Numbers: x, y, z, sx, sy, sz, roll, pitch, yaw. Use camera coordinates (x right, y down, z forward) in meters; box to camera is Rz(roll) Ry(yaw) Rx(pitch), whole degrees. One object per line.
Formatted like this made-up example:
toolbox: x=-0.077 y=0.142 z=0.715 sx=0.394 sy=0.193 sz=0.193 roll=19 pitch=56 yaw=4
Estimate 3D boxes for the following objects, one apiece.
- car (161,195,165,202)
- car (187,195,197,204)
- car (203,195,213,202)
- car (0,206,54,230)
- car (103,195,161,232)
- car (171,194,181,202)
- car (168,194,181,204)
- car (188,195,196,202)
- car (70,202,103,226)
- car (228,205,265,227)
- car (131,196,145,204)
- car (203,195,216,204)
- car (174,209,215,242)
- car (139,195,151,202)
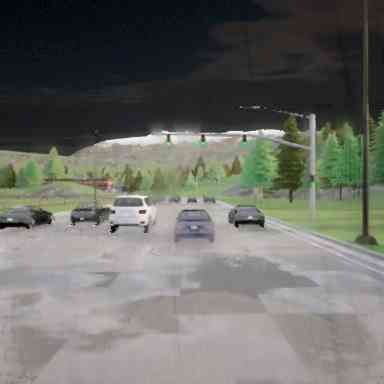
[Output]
car: x=-7.002 y=1.492 z=63.907 sx=2.033 sy=1.411 sz=5.357 roll=0 pitch=0 yaw=0
car: x=-0.002 y=1.469 z=64.080 sx=1.812 sy=1.442 sz=4.674 roll=0 pitch=0 yaw=0
car: x=3.498 y=1.430 z=74.298 sx=1.994 sy=1.385 sz=4.181 roll=0 pitch=0 yaw=0
car: x=-10.400 y=1.546 z=21.088 sx=1.994 sy=1.385 sz=4.181 roll=0 pitch=0 yaw=0
car: x=-3.401 y=1.204 z=20.041 sx=2.150 sy=2.045 sz=5.566 roll=0 pitch=0 yaw=0
car: x=-3.502 y=1.236 z=74.268 sx=2.097 sy=1.767 sz=4.553 roll=0 pitch=0 yaw=0
car: x=-3.502 y=1.545 z=64.138 sx=1.895 sy=1.301 sz=4.718 roll=0 pitch=0 yaw=0
car: x=-0.002 y=1.356 z=74.298 sx=1.882 sy=1.535 sz=5.008 roll=0 pitch=0 yaw=0
car: x=-6.900 y=1.471 z=23.285 sx=2.128 sy=1.511 sz=4.902 roll=0 pitch=0 yaw=0
car: x=3.601 y=1.544 z=22.556 sx=1.994 sy=1.385 sz=4.181 roll=0 pitch=0 yaw=0
car: x=-10.502 y=1.507 z=64.538 sx=1.994 sy=1.385 sz=4.181 roll=0 pitch=0 yaw=0
car: x=3.498 y=1.421 z=64.027 sx=1.882 sy=1.535 sz=5.008 roll=0 pitch=0 yaw=0
car: x=0.100 y=1.533 z=16.333 sx=2.033 sy=1.411 sz=5.357 roll=0 pitch=0 yaw=0
car: x=-10.503 y=1.423 z=74.299 sx=2.033 sy=1.411 sz=5.357 roll=0 pitch=0 yaw=0
